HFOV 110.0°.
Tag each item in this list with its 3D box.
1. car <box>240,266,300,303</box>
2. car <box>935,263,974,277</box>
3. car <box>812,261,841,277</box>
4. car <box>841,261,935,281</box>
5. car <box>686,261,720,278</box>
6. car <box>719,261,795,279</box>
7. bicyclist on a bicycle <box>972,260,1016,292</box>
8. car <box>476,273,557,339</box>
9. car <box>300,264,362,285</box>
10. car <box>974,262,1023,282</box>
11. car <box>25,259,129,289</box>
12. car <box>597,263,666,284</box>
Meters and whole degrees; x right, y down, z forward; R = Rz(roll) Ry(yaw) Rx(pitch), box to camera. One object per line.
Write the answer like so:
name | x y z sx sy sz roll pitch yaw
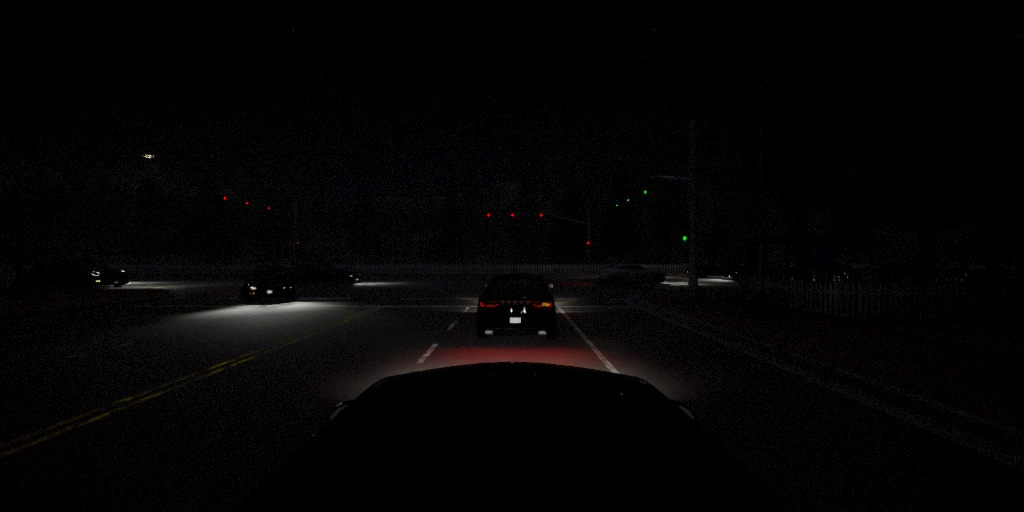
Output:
car | -11.354 1.251 16.990 1.837 1.490 4.892 4 -2 -32
car | 37.673 1.295 31.599 4.718 1.301 1.895 0 0 9
car | 27.749 1.186 32.317 4.902 1.511 2.128 0 0 2
car | 29.989 1.172 28.747 5.008 1.535 1.882 0 0 3
car | 18.418 1.186 32.496 4.902 1.511 2.128 0 0 1
car | 20.236 1.242 29.018 5.357 1.411 2.033 0 0 -1
bicyclist on a bicycle | 22.822 0.995 17.020 0.582 1.620 1.656 0 0 0
car | 0.174 1.228 10.159 1.882 1.535 5.008 0 0 2
car | -13.668 1.261 25.513 5.357 1.411 2.033 0 0 0
car | 39.926 1.172 27.578 5.008 1.535 1.882 0 0 14
car | -26.585 1.047 22.053 4.553 1.767 2.097 0 0 0
car | 8.402 1.223 25.384 4.674 1.442 1.812 0 0 0
